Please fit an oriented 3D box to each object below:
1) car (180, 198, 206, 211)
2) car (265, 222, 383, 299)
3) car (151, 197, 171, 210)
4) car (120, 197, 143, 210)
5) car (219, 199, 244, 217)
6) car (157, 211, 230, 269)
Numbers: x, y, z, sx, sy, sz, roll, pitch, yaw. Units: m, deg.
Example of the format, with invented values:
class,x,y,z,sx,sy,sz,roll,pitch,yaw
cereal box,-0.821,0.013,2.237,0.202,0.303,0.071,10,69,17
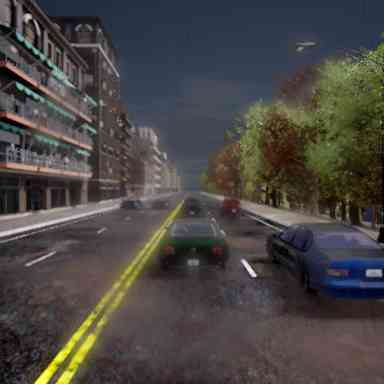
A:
class,x,y,z,sx,sy,sz,roll,pitch,yaw
car,0.050,1.288,27.252,1.837,1.490,4.892,0,1,0
car,3.286,1.479,8.480,2.033,1.411,5.357,0,0,0
car,-3.372,1.268,37.039,1.994,1.385,4.181,0,0,0
car,-6.622,1.268,37.045,1.994,1.385,4.181,0,0,0
car,3.305,1.299,28.253,1.812,1.442,4.674,0,0,0
car,0.055,1.514,10.758,1.895,1.301,4.718,0,0,0
